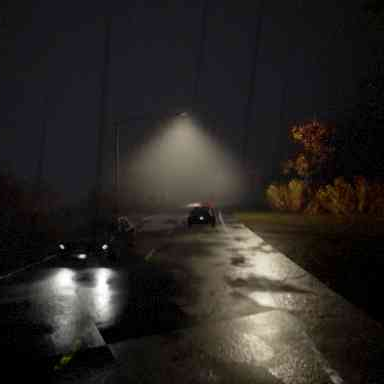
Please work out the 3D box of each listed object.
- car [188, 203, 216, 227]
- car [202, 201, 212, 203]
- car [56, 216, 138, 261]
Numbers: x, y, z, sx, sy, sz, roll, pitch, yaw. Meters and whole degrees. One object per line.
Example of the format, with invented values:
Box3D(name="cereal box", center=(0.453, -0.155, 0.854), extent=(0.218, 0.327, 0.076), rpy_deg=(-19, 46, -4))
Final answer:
Box3D(name="car", center=(0.760, 1.786, 24.896), extent=(1.994, 1.385, 4.181), rpy_deg=(0, 0, 3))
Box3D(name="car", center=(1.885, 1.892, 41.862), extent=(1.812, 1.442, 4.674), rpy_deg=(0, -1, 5))
Box3D(name="car", center=(-3.408, 1.666, 13.136), extent=(2.033, 1.411, 5.357), rpy_deg=(0, 0, 1))
